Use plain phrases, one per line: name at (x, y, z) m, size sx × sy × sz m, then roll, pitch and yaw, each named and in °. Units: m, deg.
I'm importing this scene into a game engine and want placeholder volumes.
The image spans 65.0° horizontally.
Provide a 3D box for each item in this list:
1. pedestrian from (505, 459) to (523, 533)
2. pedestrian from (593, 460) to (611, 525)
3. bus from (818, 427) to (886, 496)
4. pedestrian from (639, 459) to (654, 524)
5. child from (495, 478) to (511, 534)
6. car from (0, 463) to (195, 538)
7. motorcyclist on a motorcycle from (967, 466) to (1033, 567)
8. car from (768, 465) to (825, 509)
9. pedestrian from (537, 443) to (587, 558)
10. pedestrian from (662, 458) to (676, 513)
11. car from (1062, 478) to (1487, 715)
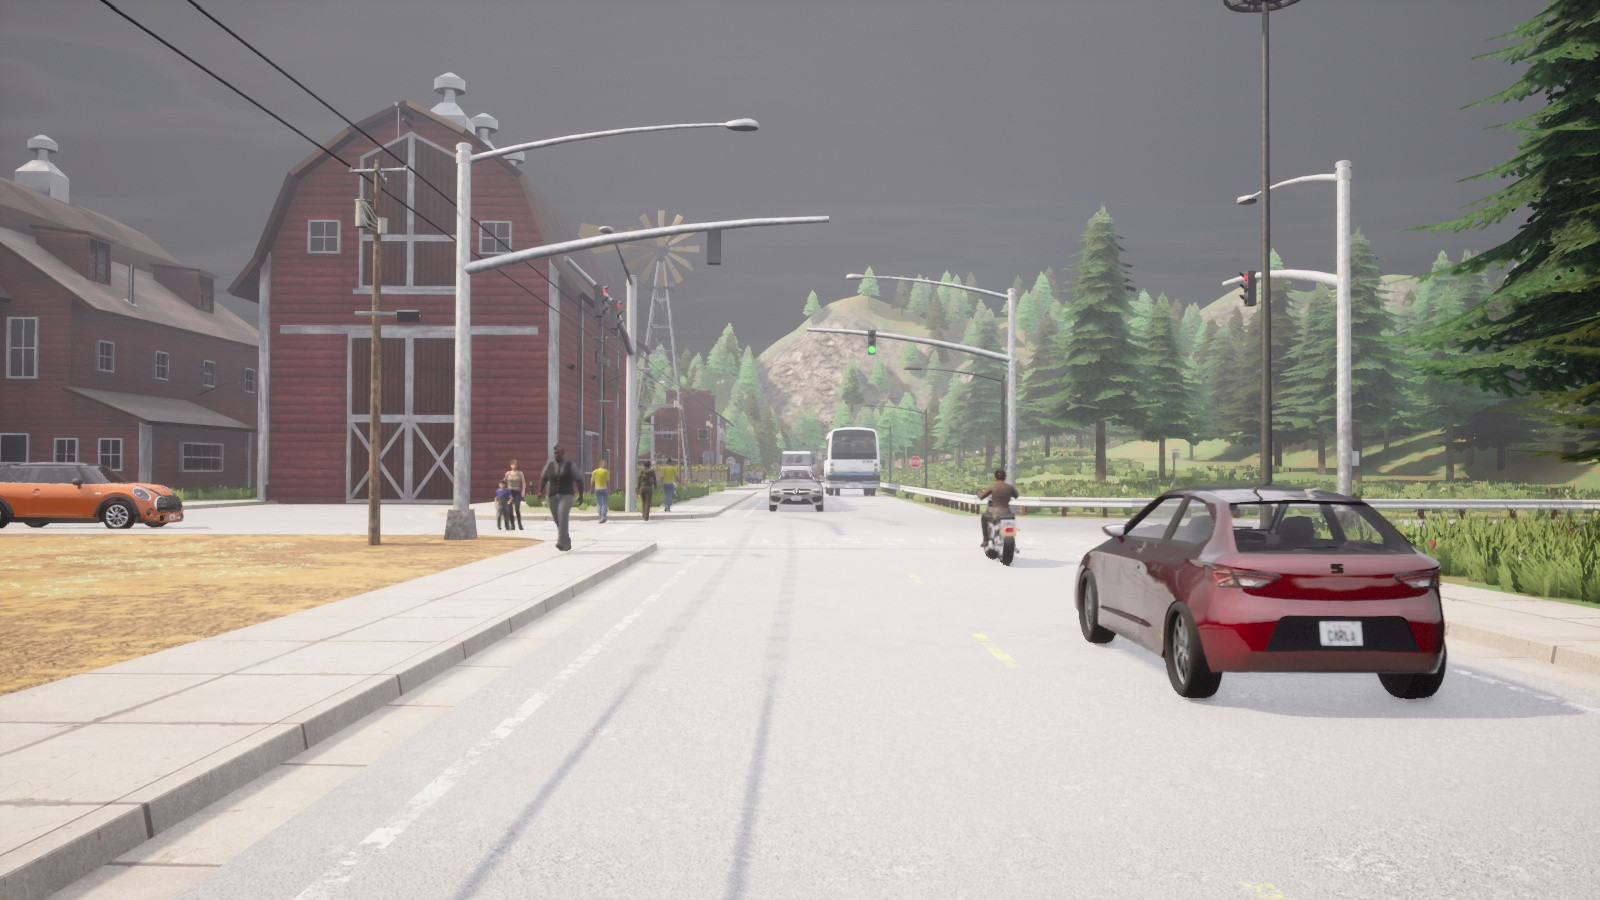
pedestrian at (-7.127, 1.143, 31.316) m, size 0.345 × 1.836 × 0.594 m, roll 0°, pitch -1°, yaw -5°
pedestrian at (-5.687, 1.218, 36.108) m, size 0.354 × 1.836 × 0.706 m, roll 0°, pitch -1°, yaw 5°
bus at (3.285, 0.800, 82.106) m, size 3.944 × 4.253 × 10.273 m, roll 0°, pitch -1°, yaw 0°
pedestrian at (-4.590, 1.234, 37.589) m, size 0.395 × 1.930 × 0.692 m, roll 0°, pitch -1°, yaw -4°
child at (-6.823, 1.284, 28.848) m, size 0.270 × 1.263 × 0.437 m, roll 0°, pitch -1°, yaw -2°
car at (-17.865, 1.238, 31.313) m, size 4.553 × 1.767 × 2.097 m, roll 0°, pitch -1°, yaw -1°
motorcyclist on a motorcycle at (3.444, 1.117, 21.829) m, size 0.766 × 1.649 × 2.350 m, roll 0°, pitch -1°, yaw 0°
car at (-0.129, 1.433, 50.104) m, size 2.152 × 1.651 × 5.027 m, roll 0°, pitch -1°, yaw 0°
pedestrian at (-3.976, 0.828, 21.017) m, size 0.563 × 1.883 × 0.849 m, roll 0°, pitch -1°, yaw 11°
pedestrian at (-4.433, 1.193, 42.415) m, size 0.354 × 1.836 × 0.706 m, roll 0°, pitch -1°, yaw 4°
car at (3.474, 0.984, 10.137) m, size 1.816 × 1.474 × 4.193 m, roll 0°, pitch -1°, yaw 0°
